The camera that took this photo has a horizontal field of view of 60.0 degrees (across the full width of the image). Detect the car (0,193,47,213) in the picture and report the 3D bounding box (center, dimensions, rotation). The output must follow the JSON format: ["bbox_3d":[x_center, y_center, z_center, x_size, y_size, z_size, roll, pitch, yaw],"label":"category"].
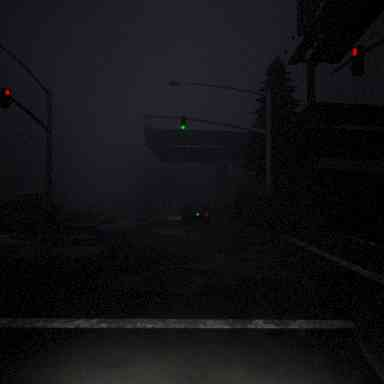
[{"bbox_3d":[-16.767,1.087,33.304,3.866,1.878,1.905,0,0,0],"label":"car"}]

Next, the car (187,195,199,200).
[{"bbox_3d":[0.115,1.370,57.758,2.097,1.767,4.553,0,0,0],"label":"car"}]

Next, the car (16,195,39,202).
[{"bbox_3d":[-35.086,1.406,70.929,3.806,1.475,1.970,0,0,0],"label":"car"}]

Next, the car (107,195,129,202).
[{"bbox_3d":[-16.490,1.362,74.025,4.514,1.523,2.007,0,0,0],"label":"car"}]

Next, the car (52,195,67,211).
[{"bbox_3d":[-16.174,1.372,36.632,3.806,1.475,1.970,0,0,0],"label":"car"}]

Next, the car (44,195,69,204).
[{"bbox_3d":[-24.027,1.337,58.999,3.633,1.501,1.845,0,0,0],"label":"car"}]

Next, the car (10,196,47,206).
[{"bbox_3d":[-24.012,1.313,49.006,4.514,1.523,2.007,0,0,0],"label":"car"}]

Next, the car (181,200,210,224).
[{"bbox_3d":[0.194,1.556,24.902,2.033,1.411,5.357,0,0,-4],"label":"car"}]

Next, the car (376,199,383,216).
[{"bbox_3d":[17.236,1.490,32.949,2.242,1.667,4.611,0,0,0],"label":"car"}]

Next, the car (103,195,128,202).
[{"bbox_3d":[-16.420,1.352,70.888,5.027,1.636,2.152,0,0,0],"label":"car"}]
